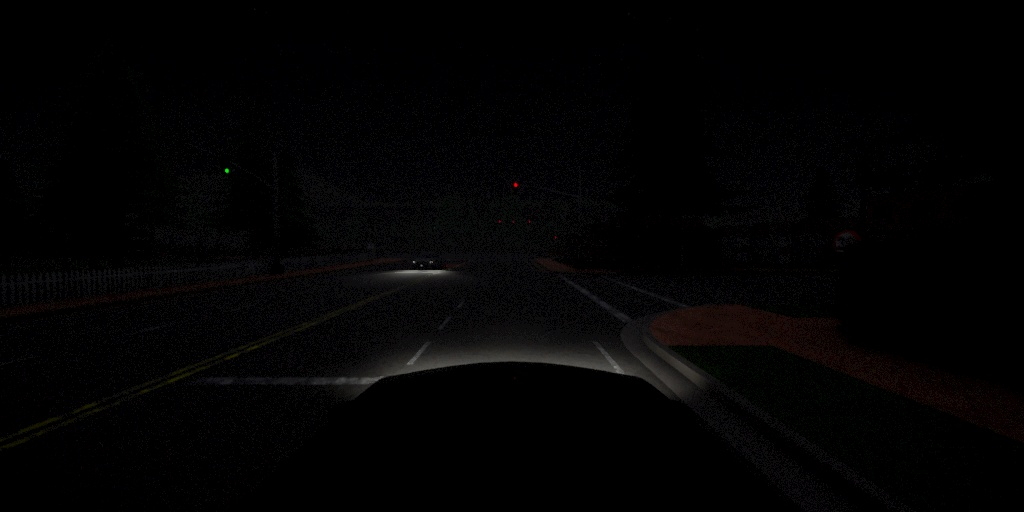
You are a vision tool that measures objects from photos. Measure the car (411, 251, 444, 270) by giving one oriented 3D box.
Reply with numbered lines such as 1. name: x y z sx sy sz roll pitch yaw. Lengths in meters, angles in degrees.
1. car: -7.001 0.355 30.088 1.812 1.442 4.674 0 3 0
